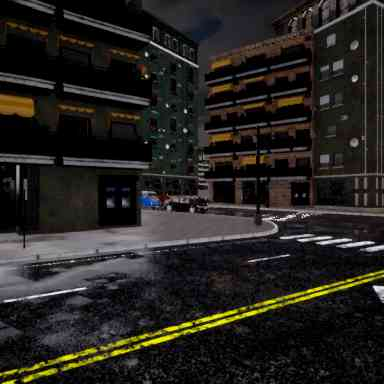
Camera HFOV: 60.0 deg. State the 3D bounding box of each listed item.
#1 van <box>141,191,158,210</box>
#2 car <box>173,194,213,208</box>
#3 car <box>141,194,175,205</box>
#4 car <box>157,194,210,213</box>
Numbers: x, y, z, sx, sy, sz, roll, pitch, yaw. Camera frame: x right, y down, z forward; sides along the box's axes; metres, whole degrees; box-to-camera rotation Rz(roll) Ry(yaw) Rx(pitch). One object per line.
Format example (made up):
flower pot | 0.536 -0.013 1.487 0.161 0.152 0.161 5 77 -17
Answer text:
van | -4.977 0.818 32.619 3.998 1.788 1.690 1 0 37
car | 0.068 1.042 39.304 4.403 1.369 2.008 1 0 37
car | -4.355 0.962 42.617 4.206 1.307 1.802 1 0 37
car | -0.561 1.138 29.305 4.403 1.369 2.008 1 0 37
